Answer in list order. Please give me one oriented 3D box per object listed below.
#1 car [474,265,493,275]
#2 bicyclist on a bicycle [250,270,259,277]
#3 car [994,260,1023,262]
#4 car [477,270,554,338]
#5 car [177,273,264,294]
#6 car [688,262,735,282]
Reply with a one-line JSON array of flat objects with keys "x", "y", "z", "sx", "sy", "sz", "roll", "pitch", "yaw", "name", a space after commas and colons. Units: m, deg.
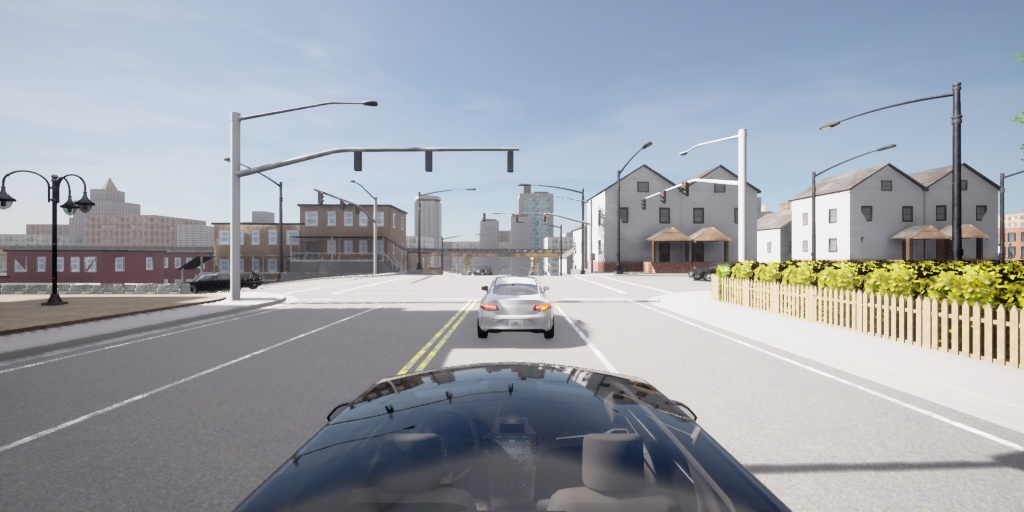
[{"x": -3.516, "y": 2.162, "z": 45.252, "sx": 2.150, "sy": 2.045, "sz": 5.566, "roll": 0, "pitch": -9, "yaw": 0, "name": "car"}, {"x": -25.565, "y": 2.214, "z": 35.591, "sx": 0.582, "sy": 1.620, "sz": 1.656, "roll": -8, "pitch": 0, "yaw": 0, "name": "bicyclist on a bicycle"}, {"x": 39.693, "y": 1.102, "z": 29.059, "sx": 4.553, "sy": 1.767, "sz": 2.097, "roll": 0, "pitch": 0, "yaw": 0, "name": "car"}, {"x": 0.102, "y": 1.276, "z": 10.011, "sx": 1.812, "sy": 1.442, "sz": 4.674, "roll": 0, "pitch": 0, "yaw": 0, "name": "car"}, {"x": -19.974, "y": 1.845, "z": 24.705, "sx": 4.718, "sy": 1.301, "sz": 1.895, "roll": -4, "pitch": 0, "yaw": -1, "name": "car"}, {"x": 16.797, "y": 1.255, "z": 28.820, "sx": 4.892, "sy": 1.490, "sz": 1.837, "roll": 0, "pitch": 0, "yaw": -1, "name": "car"}]
